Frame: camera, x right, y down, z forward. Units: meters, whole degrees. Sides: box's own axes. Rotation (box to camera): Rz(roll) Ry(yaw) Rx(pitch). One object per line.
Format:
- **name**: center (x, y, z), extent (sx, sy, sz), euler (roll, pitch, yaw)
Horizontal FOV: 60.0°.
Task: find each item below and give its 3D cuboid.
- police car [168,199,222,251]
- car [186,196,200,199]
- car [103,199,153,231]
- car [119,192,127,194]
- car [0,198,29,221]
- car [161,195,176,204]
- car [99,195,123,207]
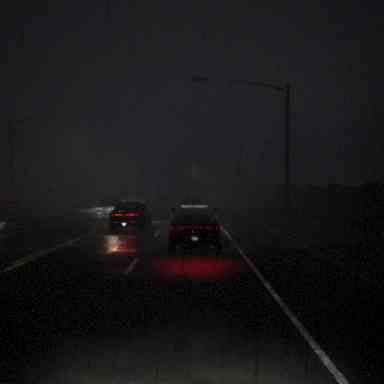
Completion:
- **police car**: center (0.098, 1.299, 13.616), extent (1.930, 1.638, 5.238), euler (0, 1, 0)
- **car**: center (0.083, 1.177, 34.331), extent (2.128, 1.511, 4.902), euler (0, 1, 0)
- **car**: center (-3.402, 1.327, 19.061), extent (1.837, 1.490, 4.892), euler (0, 0, 0)
- **car**: center (-14.008, 0.306, 65.710), extent (1.994, 1.385, 4.181), euler (0, 2, 0)
- **car**: center (-14.074, 1.249, 24.768), extent (1.882, 1.535, 5.008), euler (0, 0, 0)
- **car**: center (-3.406, 1.101, 49.127), extent (1.895, 1.301, 4.718), euler (0, 1, 0)
- **car**: center (-10.526, 1.195, 42.865), extent (1.895, 1.301, 4.718), euler (0, 1, 0)
